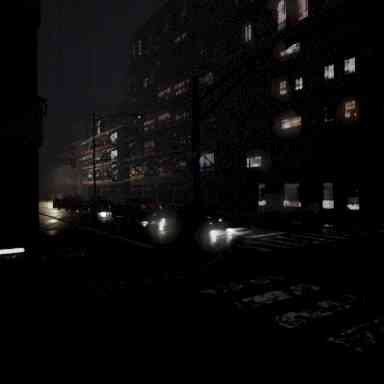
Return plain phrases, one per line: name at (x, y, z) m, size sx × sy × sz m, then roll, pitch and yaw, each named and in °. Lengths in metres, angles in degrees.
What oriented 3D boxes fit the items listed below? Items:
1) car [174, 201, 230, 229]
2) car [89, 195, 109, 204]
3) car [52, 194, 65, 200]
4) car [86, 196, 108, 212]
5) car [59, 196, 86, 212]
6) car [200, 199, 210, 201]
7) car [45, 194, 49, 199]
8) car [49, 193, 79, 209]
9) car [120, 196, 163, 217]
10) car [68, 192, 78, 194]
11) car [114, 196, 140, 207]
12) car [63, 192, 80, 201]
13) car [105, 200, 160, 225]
car at (0.586, 1.516, 21.720) m, size 1.994 × 1.385 × 4.181 m, roll -1°, pitch 1°, yaw -34°
car at (-15.501, 1.229, 55.303) m, size 1.752 × 1.417 × 4.829 m, roll -1°, pitch 1°, yaw -35°
car at (-31.514, 1.136, 78.569) m, size 2.008 × 1.369 × 4.403 m, roll -1°, pitch 1°, yaw -35°
car at (-9.906, 1.434, 36.971) m, size 1.994 × 1.385 × 4.181 m, roll -1°, pitch 1°, yaw -35°
car at (-12.640, 1.455, 36.369) m, size 2.008 × 1.369 × 4.403 m, roll -1°, pitch 1°, yaw -35°
car at (0.788, 1.371, 31.821) m, size 1.887 × 1.381 × 4.507 m, roll -1°, pitch 1°, yaw -35°
car at (-34.832, 1.087, 83.389) m, size 1.752 × 1.417 × 4.829 m, roll -1°, pitch 1°, yaw -35°
car at (-15.862, 1.319, 41.049) m, size 1.967 × 1.590 × 4.097 m, roll -1°, pitch 1°, yaw -35°
car at (-4.310, 1.266, 28.826) m, size 2.097 × 1.767 × 4.553 m, roll -1°, pitch 1°, yaw -35°
car at (-19.807, 1.220, 56.810) m, size 2.128 × 1.511 × 4.902 m, roll -1°, pitch 1°, yaw -35°
car at (-9.058, 1.278, 45.942) m, size 1.752 × 1.417 × 4.829 m, roll -1°, pitch 1°, yaw -35°
car at (-25.072, 0.947, 69.204) m, size 2.192 × 1.841 × 5.009 m, roll -1°, pitch 1°, yaw -35°
car at (-4.406, 1.516, 24.178) m, size 1.887 × 1.381 × 4.507 m, roll -1°, pitch 1°, yaw -35°
